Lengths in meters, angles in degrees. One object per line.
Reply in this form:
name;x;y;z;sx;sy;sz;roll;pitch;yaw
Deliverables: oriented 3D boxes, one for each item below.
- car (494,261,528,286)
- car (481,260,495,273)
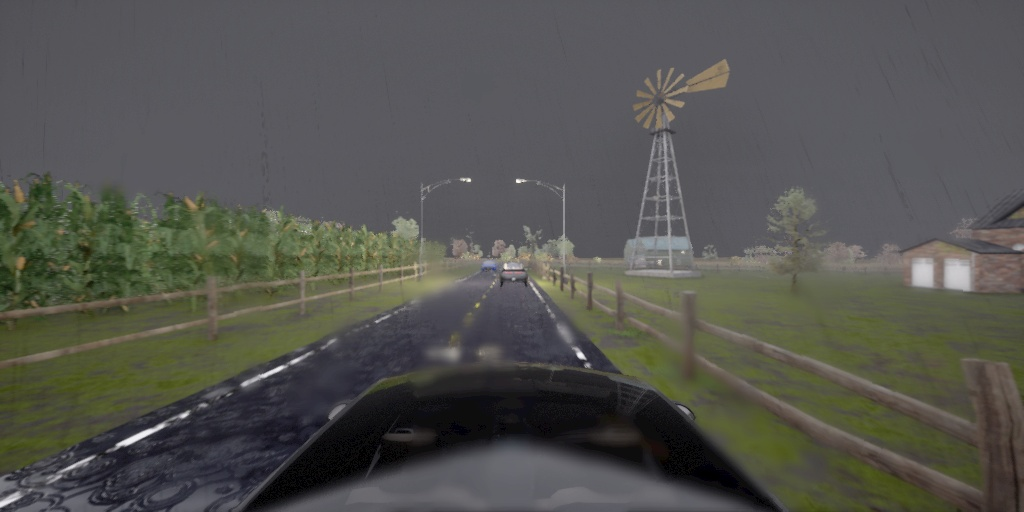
car;0.107;1.263;25.119;2.128;1.511;4.902;0;0;0
car;-2.873;1.279;45.856;1.882;1.535;5.008;0;0;0
